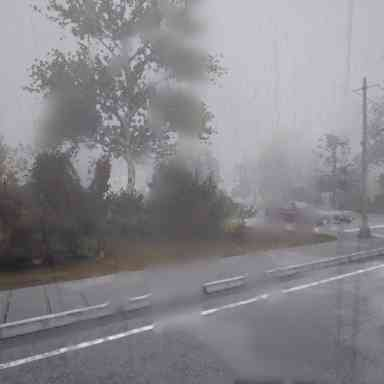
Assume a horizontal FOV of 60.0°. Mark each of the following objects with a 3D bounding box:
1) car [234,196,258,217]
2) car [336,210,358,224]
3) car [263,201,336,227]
[{"bbox_3d":[3.907,1.430,33.349,2.150,2.045,5.566,0,-1,-41],"label":"car"},{"bbox_3d":[10.146,1.675,25.817,1.895,1.301,4.718,0,-1,-39],"label":"car"},{"bbox_3d":[7.353,1.426,23.614,2.097,1.767,4.553,0,-1,-38],"label":"car"}]
